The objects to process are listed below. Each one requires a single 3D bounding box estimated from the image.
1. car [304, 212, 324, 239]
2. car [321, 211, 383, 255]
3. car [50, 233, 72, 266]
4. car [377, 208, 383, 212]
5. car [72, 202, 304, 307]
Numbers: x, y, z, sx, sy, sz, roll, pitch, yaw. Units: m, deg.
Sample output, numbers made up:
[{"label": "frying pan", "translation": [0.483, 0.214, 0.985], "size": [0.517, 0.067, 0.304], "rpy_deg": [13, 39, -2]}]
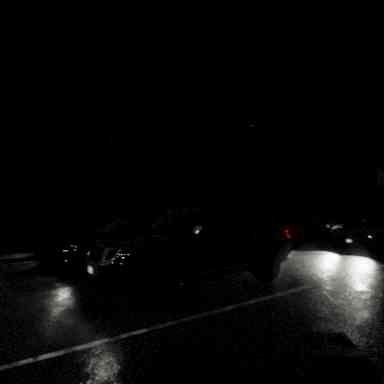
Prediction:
[{"label": "car", "translation": [5.773, 1.725, 17.096], "size": [5.357, 1.411, 2.033], "rpy_deg": [1, -1, -37]}, {"label": "car", "translation": [7.674, 1.734, 14.150], "size": [4.181, 1.385, 1.994], "rpy_deg": [1, -1, -38]}, {"label": "car", "translation": [-2.083, 1.546, 11.191], "size": [5.008, 1.535, 1.882], "rpy_deg": [1, -1, -36]}, {"label": "car", "translation": [13.965, 1.862, 23.462], "size": [5.357, 1.411, 2.033], "rpy_deg": [1, -1, -38]}, {"label": "car", "translation": [0.153, 1.287, 8.491], "size": [5.566, 2.045, 2.150], "rpy_deg": [1, -1, -36]}]
